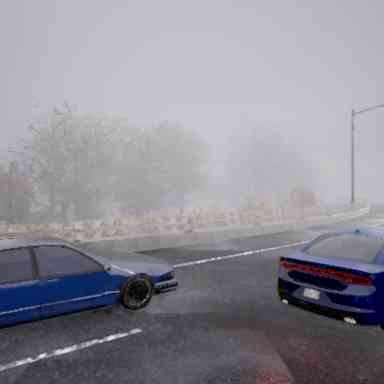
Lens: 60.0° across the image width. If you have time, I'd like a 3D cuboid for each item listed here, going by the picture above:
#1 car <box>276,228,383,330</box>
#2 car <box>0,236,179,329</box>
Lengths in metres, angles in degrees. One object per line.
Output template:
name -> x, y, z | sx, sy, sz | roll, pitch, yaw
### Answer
car -> 3.825, 1.496, 6.961 | 5.008, 1.535, 1.882 | 0, 0, -40
car -> -2.883, 1.553, 6.061 | 5.357, 1.411, 2.033 | 0, 0, -36
